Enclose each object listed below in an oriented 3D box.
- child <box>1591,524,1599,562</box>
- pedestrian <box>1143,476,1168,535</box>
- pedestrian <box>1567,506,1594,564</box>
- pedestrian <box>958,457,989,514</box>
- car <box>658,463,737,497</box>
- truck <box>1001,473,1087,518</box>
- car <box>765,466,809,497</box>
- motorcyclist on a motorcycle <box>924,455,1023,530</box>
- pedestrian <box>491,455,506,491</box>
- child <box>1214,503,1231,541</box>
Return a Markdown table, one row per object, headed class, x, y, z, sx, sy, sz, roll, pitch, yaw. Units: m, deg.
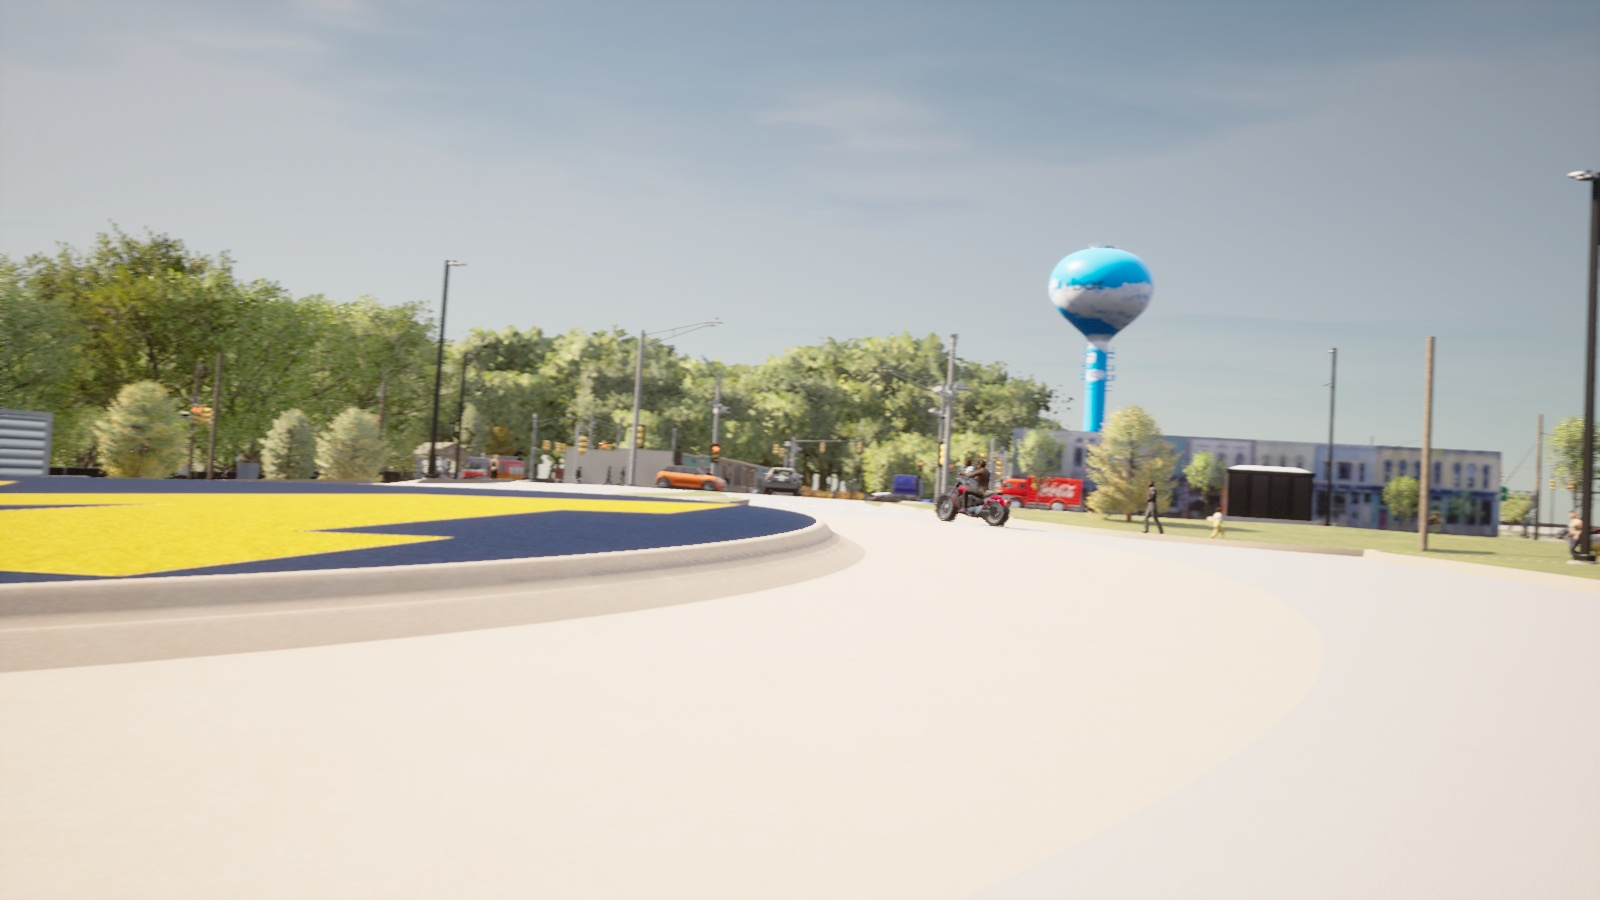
| class | x | y | z | sx | sy | sz | roll | pitch | yaw |
| --- | --- | --- | --- | --- | --- | --- | --- | --- | --- |
| child | 26.739 | 3.105 | 41.933 | 0.437 | 1.263 | 0.270 | 4 | -3 | -5 |
| pedestrian | 11.883 | 1.872 | 41.999 | 0.666 | 1.930 | 0.402 | 3 | -3 | 3 |
| pedestrian | 25.408 | 2.753 | 40.882 | 0.594 | 1.836 | 0.345 | 3 | -3 | 7 |
| pedestrian | 5.822 | 1.196 | 42.128 | 0.900 | 1.855 | 0.874 | 3 | -3 | 4 |
| car | -6.578 | 1.920 | 81.008 | 4.553 | 1.767 | 2.097 | 4 | -3 | 11 |
| truck | 15.740 | 2.917 | 80.971 | 5.204 | 2.467 | 2.627 | 4 | -3 | 12 |
| car | -0.657 | 1.696 | 66.658 | 1.970 | 1.475 | 3.806 | 3 | -2 | 3 |
| motorcyclist on a motorcycle | 4.223 | 1.018 | 30.736 | 0.766 | 1.649 | 2.350 | 8 | -4 | -40 |
| pedestrian | -15.505 | 1.185 | 64.576 | 0.345 | 1.836 | 0.594 | 2 | -3 | 22 |
| child | 14.573 | 2.483 | 43.324 | 0.437 | 1.263 | 0.270 | 3 | -3 | 2 |
